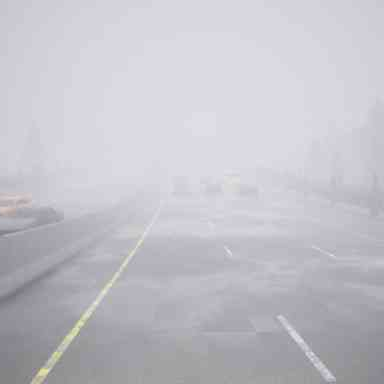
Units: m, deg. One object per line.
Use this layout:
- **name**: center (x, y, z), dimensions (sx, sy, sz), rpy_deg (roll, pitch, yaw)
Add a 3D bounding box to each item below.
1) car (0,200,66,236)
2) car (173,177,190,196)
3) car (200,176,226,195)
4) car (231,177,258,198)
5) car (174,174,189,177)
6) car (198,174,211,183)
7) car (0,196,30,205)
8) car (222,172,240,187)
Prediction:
- **car**: center (-7.601, 1.382, 15.600), dimensions (2.033, 1.411, 5.357), rpy_deg (0, 2, -2)
- **car**: center (-1.196, -0.456, 37.741), dimensions (2.033, 1.411, 5.357), rpy_deg (0, 7, -1)
- **car**: center (2.348, -0.574, 38.240), dimensions (1.882, 1.535, 5.008), rpy_deg (0, 7, -2)
- **car**: center (5.902, -0.340, 36.454), dimensions (1.882, 1.535, 5.008), rpy_deg (0, 7, -2)
- **car**: center (-1.528, -1.827, 48.088), dimensions (1.882, 1.535, 5.008), rpy_deg (0, 7, -1)
- **car**: center (2.016, -1.866, 48.516), dimensions (1.882, 1.535, 5.008), rpy_deg (0, 7, -2)
- **car**: center (-11.238, 1.072, 20.462), dimensions (1.882, 1.535, 5.008), rpy_deg (0, 3, -1)
- **car**: center (5.496, -1.849, 46.442), dimensions (2.150, 2.045, 5.566), rpy_deg (0, 7, -2)
